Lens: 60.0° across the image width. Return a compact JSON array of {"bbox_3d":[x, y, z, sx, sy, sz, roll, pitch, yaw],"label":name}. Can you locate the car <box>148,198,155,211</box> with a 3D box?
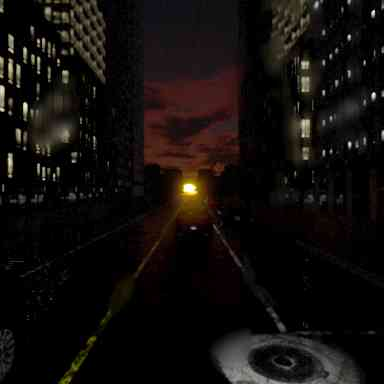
[{"bbox_3d":[-5.776,1.576,38.538,1.802,1.307,4.206,0,0,0],"label":"car"}]

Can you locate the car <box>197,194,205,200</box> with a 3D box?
[{"bbox_3d":[2.482,1.407,89.770,1.967,1.590,4.097,0,0,0],"label":"car"}]

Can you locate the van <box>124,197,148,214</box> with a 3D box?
[{"bbox_3d":[-5.761,1.337,32.845,1.690,1.788,3.998,0,0,0],"label":"van"}]

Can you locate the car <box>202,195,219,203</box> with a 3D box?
[{"bbox_3d":[2.592,1.435,44.235,1.967,1.590,4.097,0,0,0],"label":"car"}]

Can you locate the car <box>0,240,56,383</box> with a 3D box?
[{"bbox_3d":[-3.101,1.491,2.434,2.128,1.511,4.902,0,0,0],"label":"car"}]

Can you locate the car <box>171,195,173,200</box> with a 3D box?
[{"bbox_3d":[-5.898,1.490,89.596,1.752,1.417,4.829,0,0,0],"label":"car"}]

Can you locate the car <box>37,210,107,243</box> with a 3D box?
[{"bbox_3d":[-5.721,1.549,15.768,2.008,1.369,4.403,0,0,0],"label":"car"}]

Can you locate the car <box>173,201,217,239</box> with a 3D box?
[{"bbox_3d":[0.062,1.478,17.388,1.882,1.535,5.008,0,0,0],"label":"car"}]

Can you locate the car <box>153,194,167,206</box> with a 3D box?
[{"bbox_3d":[-5.816,1.427,55.613,1.967,1.590,4.097,0,0,0],"label":"car"}]

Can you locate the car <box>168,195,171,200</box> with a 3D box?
[{"bbox_3d":[-5.844,1.546,66.998,1.947,1.339,4.313,0,0,0],"label":"car"}]

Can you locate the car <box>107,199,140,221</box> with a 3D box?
[{"bbox_3d":[-5.748,1.542,27.153,1.887,1.381,4.507,0,0,0],"label":"car"}]

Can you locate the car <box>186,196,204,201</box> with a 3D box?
[{"bbox_3d":[0.018,1.474,35.698,1.882,1.535,5.008,0,0,0],"label":"car"}]

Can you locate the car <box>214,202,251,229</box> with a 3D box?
[{"bbox_3d":[2.646,1.567,21.468,1.947,1.339,4.313,0,0,0],"label":"car"}]
